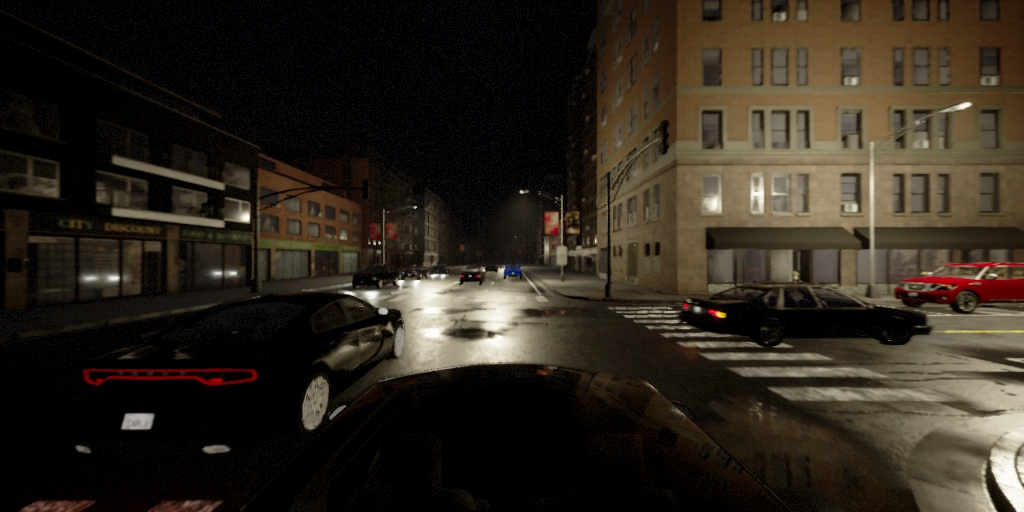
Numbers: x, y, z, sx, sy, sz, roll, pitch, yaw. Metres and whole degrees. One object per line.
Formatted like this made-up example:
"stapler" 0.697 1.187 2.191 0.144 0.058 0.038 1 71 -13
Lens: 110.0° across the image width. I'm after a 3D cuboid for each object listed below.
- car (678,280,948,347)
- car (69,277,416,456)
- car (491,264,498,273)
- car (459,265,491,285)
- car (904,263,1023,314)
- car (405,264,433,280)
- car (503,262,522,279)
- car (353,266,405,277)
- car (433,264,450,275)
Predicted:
"car" 7.130 1.379 9.044 5.357 1.411 2.033 0 -1 -3
"car" -3.152 1.266 5.497 1.882 1.535 5.008 0 -1 0
"car" -3.252 1.902 56.802 1.994 1.385 4.181 0 -1 0
"car" -3.156 1.590 29.562 2.033 1.411 5.357 0 -1 0
"car" 18.094 1.174 13.919 5.009 1.841 2.192 0 0 0
"car" -9.843 1.624 36.744 1.837 1.490 4.892 0 -1 0
"car" 0.095 1.618 38.639 1.882 1.535 5.008 0 -1 0
"car" -9.844 1.484 26.234 1.882 1.535 5.008 0 -1 2
"car" -9.830 1.821 49.367 1.994 1.385 4.181 0 -1 0
